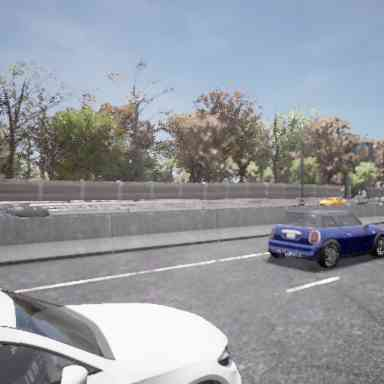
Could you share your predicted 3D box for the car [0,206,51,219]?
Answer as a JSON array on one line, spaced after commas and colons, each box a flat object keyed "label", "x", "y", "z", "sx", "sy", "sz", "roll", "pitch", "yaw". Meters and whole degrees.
[{"label": "car", "x": -9.360, "y": 1.548, "z": 14.516, "sx": 5.357, "sy": 1.411, "sz": 2.033, "roll": 0, "pitch": 0, "yaw": -36}]

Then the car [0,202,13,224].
[{"label": "car", "x": -15.319, "y": 1.491, "z": 23.081, "sx": 4.902, "sy": 1.511, "sz": 2.128, "roll": 0, "pitch": 0, "yaw": -36}]

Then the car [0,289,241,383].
[{"label": "car", "x": -1.726, "y": 1.525, "z": 2.516, "sx": 4.674, "sy": 1.442, "sz": 1.812, "roll": 0, "pitch": 0, "yaw": -36}]

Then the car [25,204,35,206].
[{"label": "car", "x": -11.737, "y": 1.492, "z": 21.414, "sx": 4.902, "sy": 1.511, "sz": 2.128, "roll": 0, "pitch": 0, "yaw": -35}]

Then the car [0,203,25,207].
[{"label": "car", "x": -11.686, "y": 1.477, "z": 17.154, "sx": 5.008, "sy": 1.535, "sz": 1.882, "roll": 0, "pitch": 0, "yaw": -36}]

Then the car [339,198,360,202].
[{"label": "car", "x": 23.139, "y": 1.600, "z": 46.270, "sx": 4.902, "sy": 1.511, "sz": 2.128, "roll": 0, "pitch": 0, "yaw": -35}]

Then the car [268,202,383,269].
[{"label": "car", "x": 4.769, "y": 1.373, "z": 11.455, "sx": 4.553, "sy": 1.767, "sz": 2.097, "roll": 0, "pitch": 0, "yaw": -36}]

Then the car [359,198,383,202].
[{"label": "car", "x": 23.839, "y": 1.610, "z": 42.478, "sx": 4.892, "sy": 1.490, "sz": 1.837, "roll": 1, "pitch": -1, "yaw": -35}]

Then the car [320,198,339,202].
[{"label": "car", "x": 20.657, "y": 1.583, "z": 48.796, "sx": 5.008, "sy": 1.535, "sz": 1.882, "roll": 1, "pitch": 0, "yaw": -35}]
